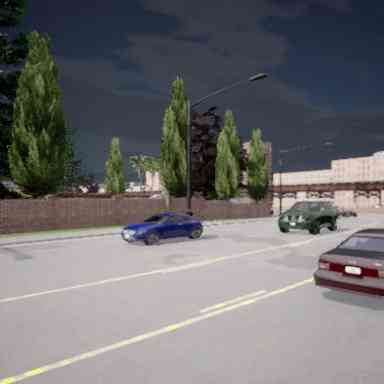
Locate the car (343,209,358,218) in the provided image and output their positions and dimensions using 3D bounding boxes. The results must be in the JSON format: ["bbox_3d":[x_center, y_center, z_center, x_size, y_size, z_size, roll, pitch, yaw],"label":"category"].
[{"bbox_3d":[27.444,3.748,58.214,2.033,1.411,5.357,0,-3,13],"label":"car"}]

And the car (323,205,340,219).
[{"bbox_3d":[22.121,3.105,52.892,2.150,2.045,5.566,0,-3,21],"label":"car"}]

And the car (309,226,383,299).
[{"bbox_3d":[5.021,1.614,8.340,5.357,1.411,2.033,0,-1,-43],"label":"car"}]

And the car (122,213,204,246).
[{"bbox_3d":[-1.356,1.803,17.076,4.674,1.442,1.812,0,-1,-45],"label":"car"}]

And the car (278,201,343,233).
[{"bbox_3d":[7.627,1.574,21.514,2.150,2.045,5.566,-1,-2,40],"label":"car"}]
